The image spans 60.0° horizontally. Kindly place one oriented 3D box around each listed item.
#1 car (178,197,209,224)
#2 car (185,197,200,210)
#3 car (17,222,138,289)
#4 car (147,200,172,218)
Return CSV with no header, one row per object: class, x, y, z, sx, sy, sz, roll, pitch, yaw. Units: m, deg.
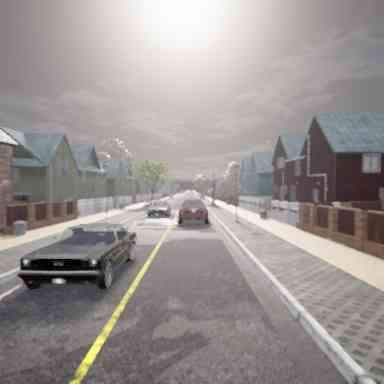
car,0.103,1.287,24.574,2.097,1.767,4.553,0,0,0
car,0.104,1.400,42.933,1.837,1.490,4.892,0,0,0
car,-2.808,1.576,9.231,1.895,1.301,4.718,0,0,0
car,-2.844,1.471,29.913,2.033,1.411,5.357,0,0,0
